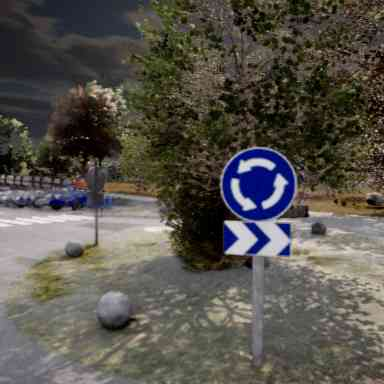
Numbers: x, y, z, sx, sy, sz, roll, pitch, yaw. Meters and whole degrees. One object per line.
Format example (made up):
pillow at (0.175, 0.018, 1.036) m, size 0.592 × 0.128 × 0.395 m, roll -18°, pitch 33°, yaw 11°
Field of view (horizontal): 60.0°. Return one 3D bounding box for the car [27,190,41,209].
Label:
car at (-12.347, 0.757, 30.917) m, size 2.231 × 1.521 × 4.892 m, roll 1°, pitch 0°, yaw 17°

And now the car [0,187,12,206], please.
car at (-17.139, 0.589, 34.611) m, size 2.185 × 1.767 × 4.553 m, roll 1°, pitch 0°, yaw 17°

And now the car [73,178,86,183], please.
car at (-12.395, -0.947, 39.580) m, size 4.553 × 1.767 × 2.097 m, roll 5°, pitch 4°, yaw 37°

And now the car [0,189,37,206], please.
car at (-19.548, 0.568, 36.445) m, size 2.185 × 1.767 × 4.553 m, roll 1°, pitch 0°, yaw 17°

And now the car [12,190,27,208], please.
car at (-14.762, 0.609, 32.718) m, size 2.185 × 1.767 × 4.553 m, roll 0°, pitch 0°, yaw 17°

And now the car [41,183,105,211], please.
car at (-9.949, 0.526, 29.104) m, size 2.435 × 2.045 × 5.566 m, roll 0°, pitch 0°, yaw 17°

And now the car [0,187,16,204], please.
car at (-24.360, 0.400, 40.059) m, size 2.435 × 2.045 × 5.566 m, roll 1°, pitch 0°, yaw 17°
